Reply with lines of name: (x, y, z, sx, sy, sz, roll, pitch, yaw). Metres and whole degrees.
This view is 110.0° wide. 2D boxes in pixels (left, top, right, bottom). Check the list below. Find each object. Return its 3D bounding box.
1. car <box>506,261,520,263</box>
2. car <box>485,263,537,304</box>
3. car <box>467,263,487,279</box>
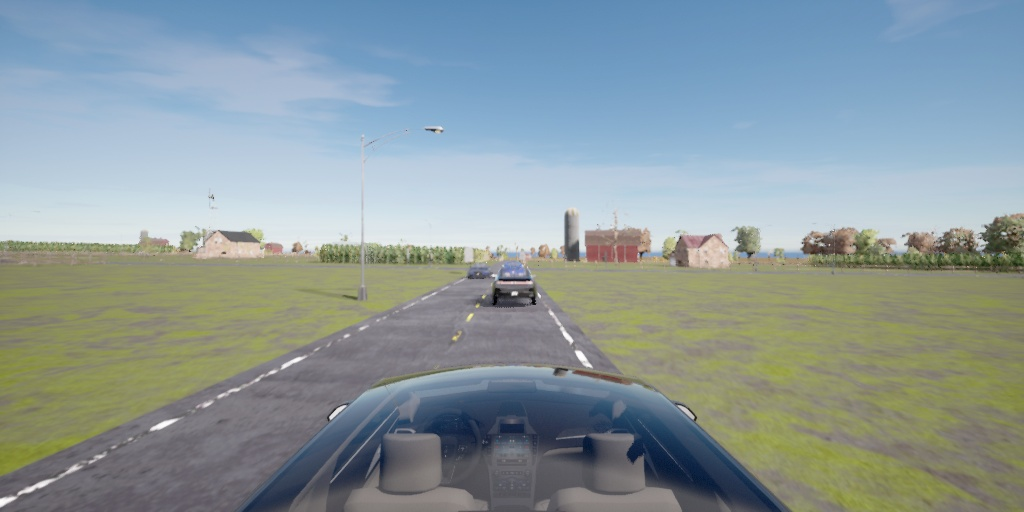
car: (0.096, 1.240, 33.162, 1.882, 1.535, 5.008, 0, 0, 0)
car: (0.097, 1.246, 16.306, 2.128, 1.511, 4.902, 0, 0, 0)
car: (-2.839, 1.325, 32.056, 1.994, 1.385, 4.181, 0, 0, 0)
